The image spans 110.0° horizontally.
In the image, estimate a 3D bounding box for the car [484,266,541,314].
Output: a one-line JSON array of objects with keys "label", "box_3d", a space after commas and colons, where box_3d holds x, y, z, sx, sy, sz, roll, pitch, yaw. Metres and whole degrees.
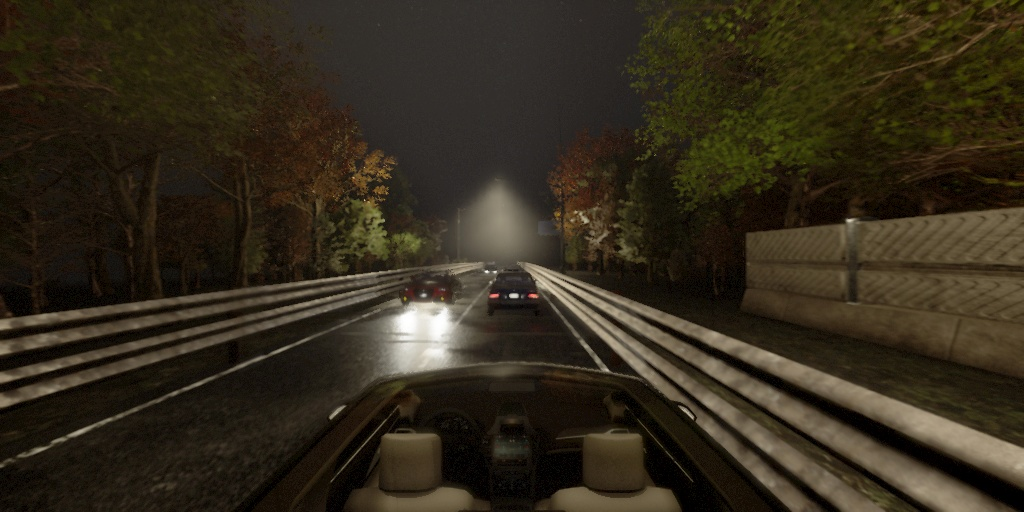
[{"label": "car", "box_3d": [0.070, 1.285, 13.593, 2.033, 1.411, 5.357, 0, 0, 0]}]

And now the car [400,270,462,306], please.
[{"label": "car", "box_3d": [-3.345, 1.305, 15.551, 1.994, 1.385, 4.181, 0, 0, 0]}]

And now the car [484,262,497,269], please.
[{"label": "car", "box_3d": [-3.300, 1.663, 57.069, 1.994, 1.385, 4.181, 0, -1, 0]}]

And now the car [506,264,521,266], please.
[{"label": "car", "box_3d": [0.102, 1.454, 34.483, 1.895, 1.301, 4.718, 0, -1, 0]}]
